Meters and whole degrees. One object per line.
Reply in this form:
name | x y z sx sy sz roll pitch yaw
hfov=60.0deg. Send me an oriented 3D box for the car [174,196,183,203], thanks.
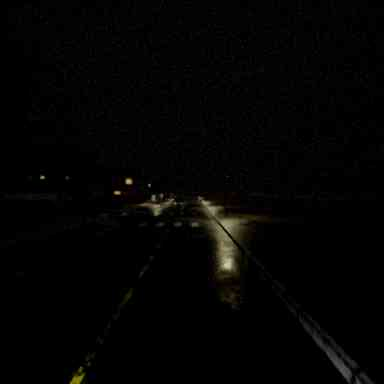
car | -2.724 1.457 69.156 2.033 1.411 5.357 0 0 0
